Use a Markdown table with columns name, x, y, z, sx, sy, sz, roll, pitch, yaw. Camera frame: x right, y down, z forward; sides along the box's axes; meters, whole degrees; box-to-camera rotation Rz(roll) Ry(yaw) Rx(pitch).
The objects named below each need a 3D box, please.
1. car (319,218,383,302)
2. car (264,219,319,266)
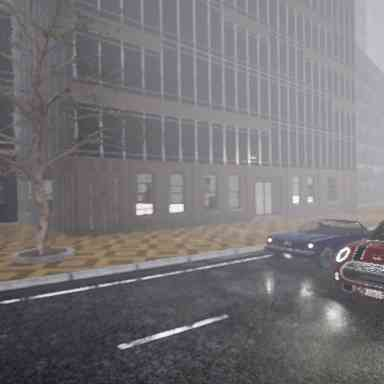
| name | x | y | z | sx | sy | sz | roll | pitch | yaw |
| --- | --- | --- | --- | --- | --- | --- | --- | --- | --- |
| car | 5.240 | 1.352 | 7.759 | 4.553 | 1.767 | 2.097 | 0 | 0 | -38 |
| car | 4.609 | 1.607 | 11.365 | 4.718 | 1.301 | 1.895 | 0 | 0 | -38 |
